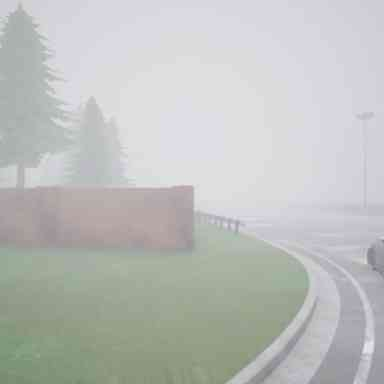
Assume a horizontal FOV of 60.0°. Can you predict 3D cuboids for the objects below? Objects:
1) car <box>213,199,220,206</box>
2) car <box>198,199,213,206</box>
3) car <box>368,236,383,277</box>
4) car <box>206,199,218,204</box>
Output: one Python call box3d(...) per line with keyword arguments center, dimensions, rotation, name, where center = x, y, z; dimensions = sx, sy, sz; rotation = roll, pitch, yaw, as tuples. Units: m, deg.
box3d(center=(5.314, 2.483, 78.690), dimensions=(1.812, 1.442, 4.674), rotation=(0, -1, -11), name="car")
box3d(center=(2.582, 2.457, 74.366), dimensions=(1.994, 1.385, 4.181), rotation=(0, -1, -11), name="car")
box3d(center=(5.979, 1.677, 8.613), dimensions=(1.994, 1.385, 4.181), rotation=(0, -1, 19), name="car")
box3d(center=(5.674, 2.700, 95.275), dimensions=(2.033, 1.411, 5.357), rotation=(0, -1, -11), name="car")
